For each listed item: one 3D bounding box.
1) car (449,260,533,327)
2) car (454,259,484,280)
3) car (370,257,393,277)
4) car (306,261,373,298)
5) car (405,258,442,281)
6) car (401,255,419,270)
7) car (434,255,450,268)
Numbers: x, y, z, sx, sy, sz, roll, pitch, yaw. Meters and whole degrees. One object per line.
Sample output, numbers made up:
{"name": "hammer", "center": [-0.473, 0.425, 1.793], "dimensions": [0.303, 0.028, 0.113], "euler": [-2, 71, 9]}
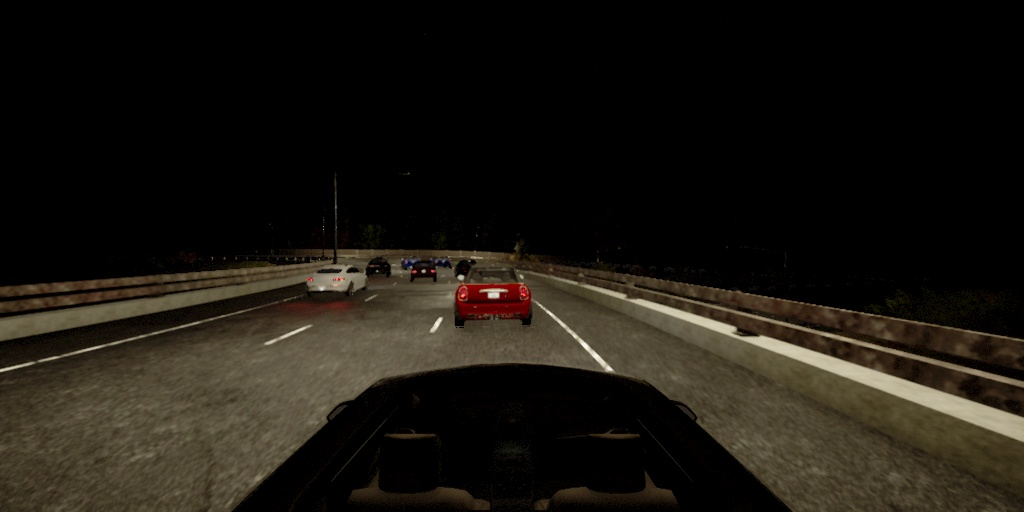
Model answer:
{"name": "car", "center": [-0.657, 1.008, 11.338], "dimensions": [2.097, 1.767, 4.553], "euler": [0, 1, -5]}
{"name": "car", "center": [-3.565, 1.015, 28.862], "dimensions": [1.812, 1.442, 4.674], "euler": [0, 1, -14]}
{"name": "car", "center": [-11.333, 0.990, 30.740], "dimensions": [2.128, 1.511, 4.902], "euler": [0, 0, -16]}
{"name": "car", "center": [-8.490, 1.149, 17.655], "dimensions": [1.812, 1.442, 4.674], "euler": [0, 1, -9]}
{"name": "car", "center": [-6.569, 1.070, 26.716], "dimensions": [2.033, 1.411, 5.357], "euler": [0, 1, -14]}
{"name": "car", "center": [-12.261, 0.726, 43.651], "dimensions": [2.097, 1.767, 4.553], "euler": [0, 1, -22]}
{"name": "car", "center": [-9.060, 0.698, 45.050], "dimensions": [2.097, 1.767, 4.553], "euler": [0, 1, -22]}
